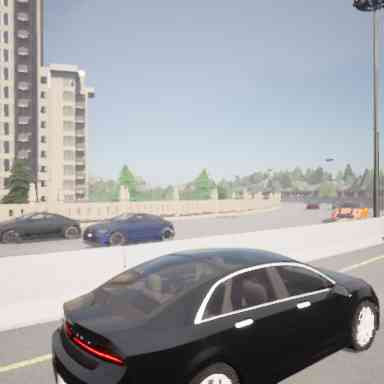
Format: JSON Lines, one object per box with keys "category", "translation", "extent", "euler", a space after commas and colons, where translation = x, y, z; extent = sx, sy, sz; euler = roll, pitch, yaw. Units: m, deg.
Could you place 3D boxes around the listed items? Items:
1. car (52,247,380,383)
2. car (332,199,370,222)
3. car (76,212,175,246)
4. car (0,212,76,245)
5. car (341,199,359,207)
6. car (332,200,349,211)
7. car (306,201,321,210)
{"category": "car", "translation": [0.737, 1.529, 4.536], "extent": [4.892, 1.490, 1.837], "euler": [0, 0, -37]}
{"category": "car", "translation": [12.804, 1.530, 26.742], "extent": [2.097, 1.767, 4.553], "euler": [0, -1, 37]}
{"category": "car", "translation": [-2.808, 1.653, 15.405], "extent": [4.181, 1.385, 1.994], "euler": [0, 0, -41]}
{"category": "car", "translation": [-7.527, 1.655, 16.062], "extent": [4.181, 1.385, 1.994], "euler": [0, 0, -39]}
{"category": "car", "translation": [30.052, 2.082, 63.373], "extent": [2.128, 1.511, 4.902], "euler": [0, -1, 14]}
{"category": "car", "translation": [21.559, 1.891, 48.549], "extent": [2.128, 1.511, 4.902], "euler": [0, -1, 23]}
{"category": "car", "translation": [17.957, 2.011, 48.974], "extent": [1.895, 1.301, 4.718], "euler": [0, -1, 24]}
